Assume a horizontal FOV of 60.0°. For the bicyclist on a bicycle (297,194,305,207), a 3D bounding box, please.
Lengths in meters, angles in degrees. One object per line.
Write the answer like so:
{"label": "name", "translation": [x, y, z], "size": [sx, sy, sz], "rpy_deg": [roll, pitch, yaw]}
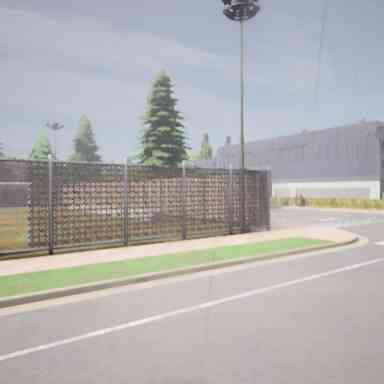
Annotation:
{"label": "bicyclist on a bicycle", "translation": [13.557, 1.091, 41.210], "size": [1.656, 1.620, 0.582], "rpy_deg": [-1, 0, -35]}
